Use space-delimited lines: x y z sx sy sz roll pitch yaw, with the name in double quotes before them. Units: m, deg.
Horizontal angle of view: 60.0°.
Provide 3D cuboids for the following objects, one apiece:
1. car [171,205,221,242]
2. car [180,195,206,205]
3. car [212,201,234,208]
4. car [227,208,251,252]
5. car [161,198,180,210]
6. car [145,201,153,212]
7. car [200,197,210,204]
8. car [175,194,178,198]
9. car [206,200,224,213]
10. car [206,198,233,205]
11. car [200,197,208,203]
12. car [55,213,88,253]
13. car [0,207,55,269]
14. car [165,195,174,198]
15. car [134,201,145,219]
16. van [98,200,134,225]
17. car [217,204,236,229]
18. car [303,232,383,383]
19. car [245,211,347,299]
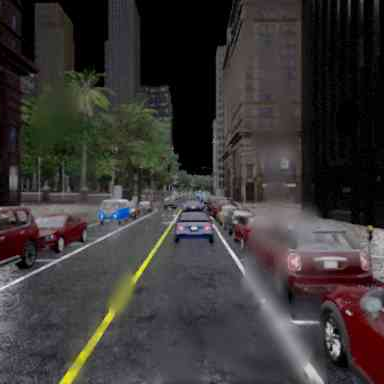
"car" 0.107 1.626 16.867 2.033 1.411 5.357 0 0 0
"car" 0.114 1.508 33.448 2.097 1.767 4.553 0 0 0
"car" 2.770 1.643 25.007 1.752 1.417 4.829 0 0 0
"car" 2.764 1.610 13.987 1.887 1.381 4.507 0 0 0
"car" -2.979 1.831 46.106 1.895 1.301 4.718 0 0 0
"car" -5.747 1.773 41.134 1.802 1.307 4.206 0 0 0
"car" 2.793 1.891 72.969 1.947 1.339 4.313 0 0 0
"car" -5.722 1.847 94.675 1.967 1.590 4.097 0 0 0
"car" 2.778 1.757 41.112 1.947 1.339 4.313 0 0 0
"car" 2.772 1.457 30.263 2.192 1.841 5.009 0 0 0
"car" 2.796 1.872 78.560 1.752 1.417 4.829 0 0 0
"car" -5.760 1.611 14.003 1.887 1.381 4.507 0 0 0
"car" -5.764 1.355 8.579 2.192 1.841 5.009 0 0 0
"car" -5.732 1.876 72.993 2.008 1.369 4.403 0 0 0
"car" -5.753 1.583 30.282 1.967 1.590 4.097 0 0 0
"van" -5.756 1.458 24.857 1.690 1.788 3.998 0 0 0
"car" 2.767 1.642 19.411 2.008 1.369 4.403 0 0 0
"car" 2.759 1.455 3.137 1.967 1.590 4.097 0 0 0
"car" 2.762 1.480 8.562 1.967 1.590 4.097 0 0 0
